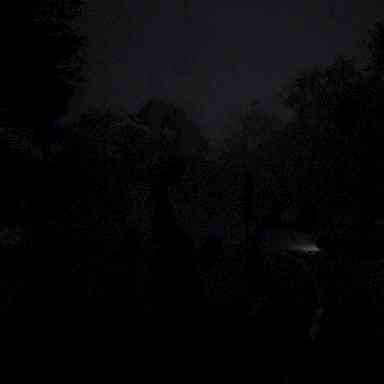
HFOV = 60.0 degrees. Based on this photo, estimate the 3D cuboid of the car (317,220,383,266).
[{"bbox_3d":[6.396,1.678,11.766,1.994,1.385,4.181,-1,-1,-18],"label":"car"}]
